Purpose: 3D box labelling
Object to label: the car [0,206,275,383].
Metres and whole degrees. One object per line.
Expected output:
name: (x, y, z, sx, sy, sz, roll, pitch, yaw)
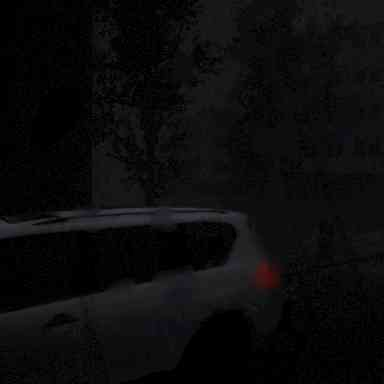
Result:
car: (-1.535, 1.222, 3.512, 5.566, 2.045, 2.150, 0, 0, -35)
